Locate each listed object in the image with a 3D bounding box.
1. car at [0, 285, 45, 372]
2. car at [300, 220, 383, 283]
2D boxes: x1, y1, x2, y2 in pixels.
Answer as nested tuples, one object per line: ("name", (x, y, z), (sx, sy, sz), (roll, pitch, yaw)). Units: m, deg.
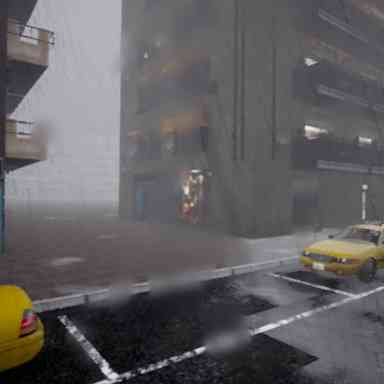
("car", (-4.087, 1.522, 3.172), (4.829, 1.417, 1.752), (0, 1, -35))
("car", (5.149, 1.549, 9.756), (4.829, 1.417, 1.752), (0, 1, -35))
